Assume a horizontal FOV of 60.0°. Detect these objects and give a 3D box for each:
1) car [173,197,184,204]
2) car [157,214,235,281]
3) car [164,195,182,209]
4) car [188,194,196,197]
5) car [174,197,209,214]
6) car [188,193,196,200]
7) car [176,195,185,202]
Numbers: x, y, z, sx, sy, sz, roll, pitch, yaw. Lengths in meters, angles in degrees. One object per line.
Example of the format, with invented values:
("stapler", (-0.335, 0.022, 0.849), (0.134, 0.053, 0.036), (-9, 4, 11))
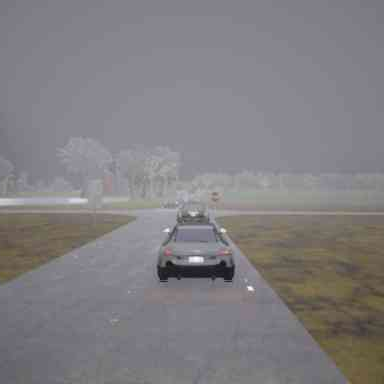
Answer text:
("car", (-2.777, 1.674, 69.223), (1.994, 1.385, 4.181), (0, 0, 0))
("car", (0.096, 1.590, 9.928), (1.994, 1.385, 4.181), (0, 0, 0))
("car", (-2.862, 1.449, 47.502), (2.097, 1.767, 4.553), (0, 0, 0))
("car", (-0.033, 1.675, 84.994), (1.994, 1.385, 4.181), (0, 0, 0))
("car", (0.054, 1.408, 22.545), (2.097, 1.767, 4.553), (0, 0, -1))
("car", (-0.037, 1.321, 95.005), (2.097, 1.767, 4.553), (0, 0, 0))
("car", (-2.781, 1.607, 79.458), (1.882, 1.535, 5.008), (0, 0, 0))
